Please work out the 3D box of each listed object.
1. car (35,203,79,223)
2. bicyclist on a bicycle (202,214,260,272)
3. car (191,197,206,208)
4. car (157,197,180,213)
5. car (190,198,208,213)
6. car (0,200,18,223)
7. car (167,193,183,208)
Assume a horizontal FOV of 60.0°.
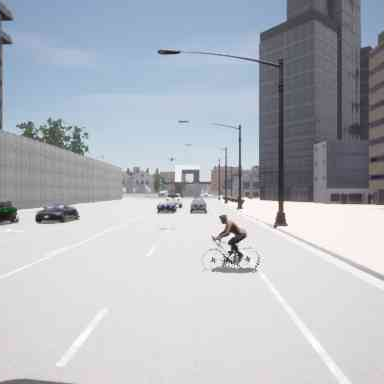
[{"bbox_3d":[-10.138,1.563,25.198,1.994,1.385,4.181,0,0,1],"label":"car"},{"bbox_3d":[1.073,1.453,9.387,1.656,1.620,0.582,-2,0,1],"label":"bicyclist on a bicycle"},{"bbox_3d":[0.963,1.547,49.013,2.033,1.411,5.357,0,0,2],"label":"car"},{"bbox_3d":[-2.743,1.600,37.304,1.895,1.301,4.718,0,0,1],"label":"car"},{"bbox_3d":[0.757,1.547,37.356,2.033,1.411,5.357,0,0,2],"label":"car"},{"bbox_3d":[-13.697,1.352,22.257,2.097,1.767,4.553,0,0,1],"label":"car"},{"bbox_3d":[-2.557,1.221,48.062,2.150,2.045,5.566,0,0,1],"label":"car"}]
